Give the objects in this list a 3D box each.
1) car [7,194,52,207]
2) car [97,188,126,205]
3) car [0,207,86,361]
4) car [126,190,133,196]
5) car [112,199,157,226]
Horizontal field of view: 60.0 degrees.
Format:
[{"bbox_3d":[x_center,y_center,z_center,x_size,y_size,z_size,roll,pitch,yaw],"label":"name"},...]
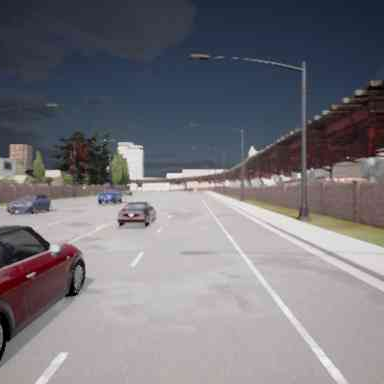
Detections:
[{"bbox_3d":[-14.108,0.965,29.100,2.097,1.767,4.553,0,1,0],"label":"car"},{"bbox_3d":[-10.597,0.545,43.381,2.150,2.045,5.566,0,1,0],"label":"car"},{"bbox_3d":[-3.445,1.321,5.644,2.097,1.767,4.553,0,0,0],"label":"car"},{"bbox_3d":[-14.026,0.251,71.664,1.994,1.385,4.181,0,1,0],"label":"car"},{"bbox_3d":[-3.444,1.314,21.439,2.033,1.411,5.357,0,1,0],"label":"car"}]
